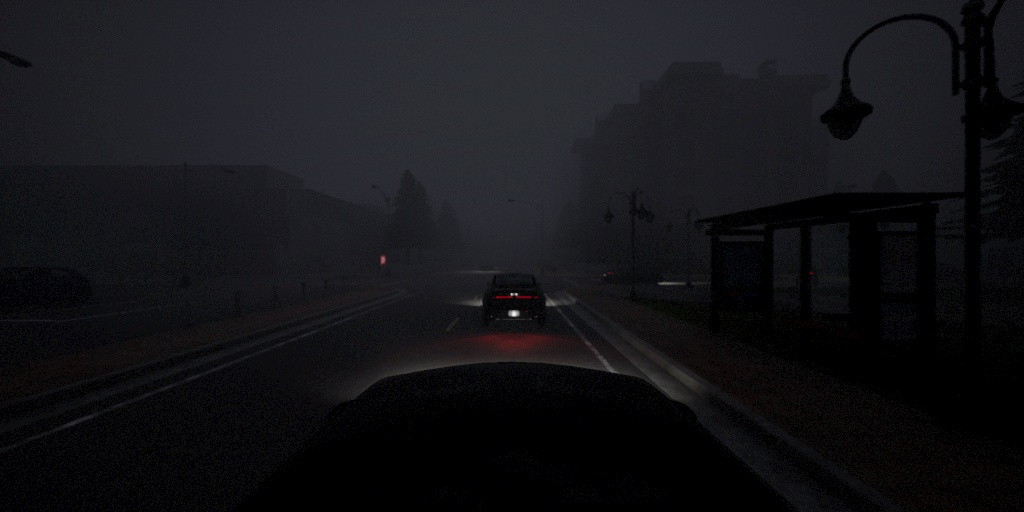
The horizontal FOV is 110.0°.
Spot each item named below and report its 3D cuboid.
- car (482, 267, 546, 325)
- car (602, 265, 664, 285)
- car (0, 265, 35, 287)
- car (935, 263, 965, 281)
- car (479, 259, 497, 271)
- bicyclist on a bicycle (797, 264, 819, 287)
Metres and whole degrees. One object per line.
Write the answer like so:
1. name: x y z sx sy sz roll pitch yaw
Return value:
1. car: 0.068 1.273 11.870 1.837 1.490 4.892 0 0 0
2. car: 8.696 1.342 25.917 4.181 1.385 1.994 0 0 -3
3. car: -39.100 1.283 26.532 4.892 1.490 1.837 0 0 1
4. car: 34.509 1.312 29.483 4.674 1.442 1.812 0 0 0
5. car: -3.580 1.319 51.668 1.882 1.535 5.008 0 0 0
6. bicyclist on a bicycle: 18.281 1.073 22.178 0.582 1.620 1.656 0 0 1
